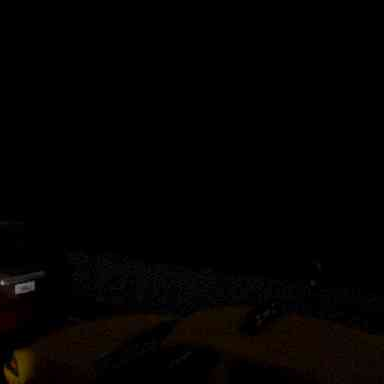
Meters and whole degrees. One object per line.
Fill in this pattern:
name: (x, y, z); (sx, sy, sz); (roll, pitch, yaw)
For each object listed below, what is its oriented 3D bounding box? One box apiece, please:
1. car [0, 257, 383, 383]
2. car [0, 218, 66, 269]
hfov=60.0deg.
car: (0.310, 1.538, 2.636); (4.829, 1.417, 1.752); (-1, -1, 36)
car: (-4.170, 1.386, 5.837); (5.009, 1.841, 2.192); (-1, -1, 36)
